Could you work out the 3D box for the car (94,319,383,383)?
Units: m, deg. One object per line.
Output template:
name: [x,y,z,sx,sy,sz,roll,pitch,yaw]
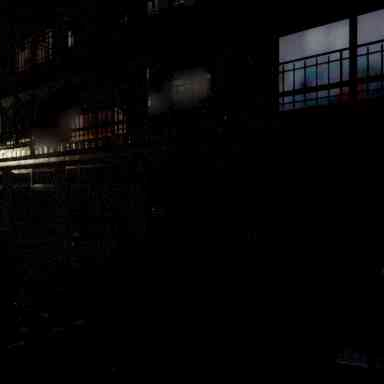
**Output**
car: [1.071,1.582,2.110,4.206,1.307,1.802,0,0,35]
